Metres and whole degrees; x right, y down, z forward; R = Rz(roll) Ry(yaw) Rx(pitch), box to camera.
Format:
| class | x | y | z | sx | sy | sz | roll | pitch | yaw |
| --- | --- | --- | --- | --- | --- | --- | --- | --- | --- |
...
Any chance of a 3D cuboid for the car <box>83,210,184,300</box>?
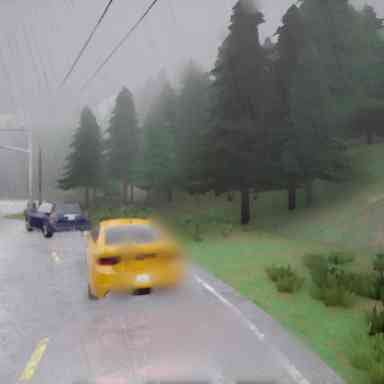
| class | x | y | z | sx | sy | sz | roll | pitch | yaw |
| --- | --- | --- | --- | --- | --- | --- | --- | --- | --- |
| car | -1.678 | 1.407 | 8.438 | 1.882 | 1.535 | 5.008 | 0 | 0 | -19 |

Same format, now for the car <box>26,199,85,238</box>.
| class | x | y | z | sx | sy | sz | roll | pitch | yaw |
| --- | --- | --- | --- | --- | --- | --- | --- | --- | --- |
| car | -6.951 | 1.208 | 17.082 | 2.097 | 1.767 | 4.553 | 0 | 1 | -40 |
